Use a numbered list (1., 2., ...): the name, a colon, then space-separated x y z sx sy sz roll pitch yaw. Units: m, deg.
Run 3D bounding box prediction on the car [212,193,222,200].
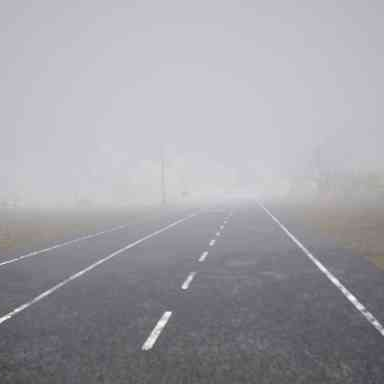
1. car: 5.886 1.046 78.050 1.812 1.442 4.674 -2 0 9
